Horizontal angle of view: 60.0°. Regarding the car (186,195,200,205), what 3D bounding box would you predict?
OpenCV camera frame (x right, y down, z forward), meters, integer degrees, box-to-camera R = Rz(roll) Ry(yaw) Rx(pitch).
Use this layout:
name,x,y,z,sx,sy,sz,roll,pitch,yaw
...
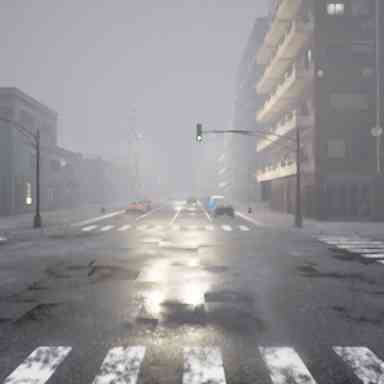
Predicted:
name,x,y,z,sx,sy,sz,roll,pitch,yaw
car,-0.017,1.443,58.532,2.128,1.511,4.902,0,0,0

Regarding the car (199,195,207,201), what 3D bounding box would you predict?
name,x,y,z,sx,sy,sz,roll,pitch,yaw
car,2.678,1.450,84.855,1.887,1.381,4.507,1,0,0

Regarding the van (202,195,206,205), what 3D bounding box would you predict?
name,x,y,z,sx,sy,sz,roll,pitch,yaw
van,2.691,1.309,45.790,1.690,1.788,3.998,1,0,0

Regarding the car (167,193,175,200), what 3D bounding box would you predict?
name,x,y,z,sx,sy,sz,roll,pitch,yaw
car,-5.705,1.460,90.392,1.947,1.339,4.313,1,0,0

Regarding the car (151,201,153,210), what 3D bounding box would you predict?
name,x,y,z,sx,sy,sz,roll,pitch,yaw
car,-5.691,1.519,40.170,1.887,1.381,4.507,1,0,0

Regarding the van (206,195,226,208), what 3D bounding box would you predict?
name,x,y,z,sx,sy,sz,roll,pitch,yaw
van,2.694,1.320,34.627,1.690,1.788,3.998,1,0,0

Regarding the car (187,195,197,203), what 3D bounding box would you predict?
name,x,y,z,sx,sy,sz,roll,pitch,yaw
car,-0.022,1.347,68.955,2.128,1.511,4.902,0,0,0

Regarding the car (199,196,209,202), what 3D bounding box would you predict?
name,x,y,z,sx,sy,sz,roll,pitch,yaw
car,2.680,1.493,73.693,1.947,1.339,4.313,1,0,0

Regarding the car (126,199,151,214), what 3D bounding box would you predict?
name,x,y,z,sx,sy,sz,roll,pitch,yaw
car,-5.690,1.561,34.589,1.802,1.307,4.206,1,0,0

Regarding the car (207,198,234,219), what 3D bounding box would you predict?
name,x,y,z,sx,sy,sz,roll,pitch,yaw
car,2.693,1.535,29.048,2.008,1.369,4.403,1,0,0

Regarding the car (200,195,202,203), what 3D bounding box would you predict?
name,x,y,z,sx,sy,sz,roll,pitch,yaw
car,2.685,1.479,57.120,1.752,1.417,4.829,1,0,0

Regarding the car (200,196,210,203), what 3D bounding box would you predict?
name,x,y,z,sx,sy,sz,roll,pitch,yaw
car,2.682,1.503,68.113,1.947,1.339,4.313,1,0,0
